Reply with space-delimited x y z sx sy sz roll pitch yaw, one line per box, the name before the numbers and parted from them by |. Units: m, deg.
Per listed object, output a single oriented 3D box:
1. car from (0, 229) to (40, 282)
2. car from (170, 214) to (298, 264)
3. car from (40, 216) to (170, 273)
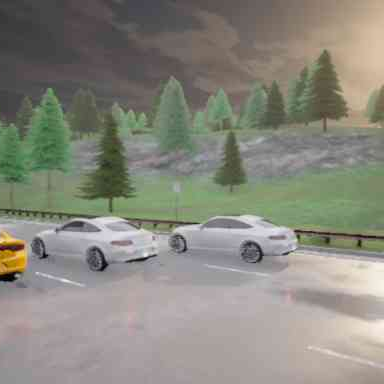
car | -6.173 1.427 8.401 5.008 1.535 1.882 0 0 36
car | 1.284 1.496 11.677 4.674 1.442 1.812 0 0 36
car | -3.170 1.481 10.557 4.674 1.442 1.812 0 0 36
